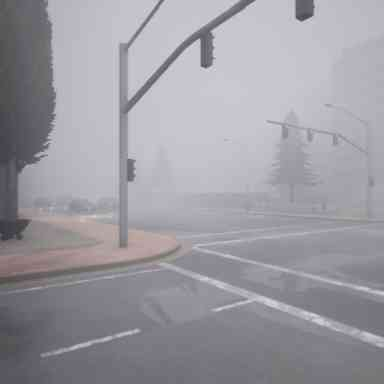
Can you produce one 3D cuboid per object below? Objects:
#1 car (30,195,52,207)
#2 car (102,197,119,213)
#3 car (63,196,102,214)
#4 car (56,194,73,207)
[{"bbox_3d":[-22.891,1.553,50.960,1.837,1.490,4.892,0,0,-36],"label":"car"},{"bbox_3d":[-9.222,1.359,37.729,2.097,1.767,4.553,0,0,-36],"label":"car"},{"bbox_3d":[-11.615,1.496,35.057,2.128,1.511,4.902,0,0,-36],"label":"car"},{"bbox_3d":[-20.029,1.324,52.975,2.150,2.045,5.566,0,0,-36],"label":"car"}]
